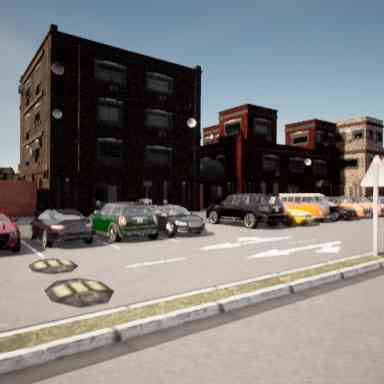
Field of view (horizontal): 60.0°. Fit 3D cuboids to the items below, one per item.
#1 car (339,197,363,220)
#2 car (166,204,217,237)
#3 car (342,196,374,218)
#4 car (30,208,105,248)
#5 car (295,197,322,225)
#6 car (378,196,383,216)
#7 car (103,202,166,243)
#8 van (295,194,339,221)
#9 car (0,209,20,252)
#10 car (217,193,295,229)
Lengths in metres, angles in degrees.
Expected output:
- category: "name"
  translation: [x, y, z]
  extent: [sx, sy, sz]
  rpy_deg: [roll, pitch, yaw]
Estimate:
- category: "car"
  translation: [9.975, 1.329, 25.685]
  extent: [2.097, 1.535, 5.008]
  rpy_deg: [0, 0, -36]
- category: "car"
  translation: [-1.243, 1.393, 17.672]
  extent: [2.231, 1.521, 4.892]
  rpy_deg: [0, 0, -36]
- category: "car"
  translation: [12.203, 1.192, 27.309]
  extent: [2.185, 1.767, 4.553]
  rpy_deg: [0, 0, -36]
- category: "car"
  translation: [-5.729, 1.446, 14.456]
  extent: [2.002, 1.452, 4.674]
  rpy_deg: [0, 0, -36]
- category: "car"
  translation: [5.599, 1.351, 22.324]
  extent: [1.946, 1.575, 5.366]
  rpy_deg: [0, 0, -36]
- category: "car"
  translation: [14.446, 1.182, 28.911]
  extent: [2.185, 1.767, 4.553]
  rpy_deg: [0, 0, -36]
- category: "car"
  translation: [-3.469, 1.275, 16.035]
  extent: [2.185, 1.767, 4.553]
  rpy_deg: [0, 0, -36]
- category: "van"
  translation: [7.802, 1.115, 23.982]
  extent: [1.878, 1.987, 4.442]
  rpy_deg: [0, 0, -36]
- category: "car"
  translation: [-7.976, 1.412, 12.860]
  extent: [2.097, 1.535, 5.008]
  rpy_deg: [0, 0, -36]
- category: "car"
  translation: [3.230, 1.115, 20.894]
  extent: [2.435, 2.045, 5.566]
  rpy_deg: [0, 0, -36]
